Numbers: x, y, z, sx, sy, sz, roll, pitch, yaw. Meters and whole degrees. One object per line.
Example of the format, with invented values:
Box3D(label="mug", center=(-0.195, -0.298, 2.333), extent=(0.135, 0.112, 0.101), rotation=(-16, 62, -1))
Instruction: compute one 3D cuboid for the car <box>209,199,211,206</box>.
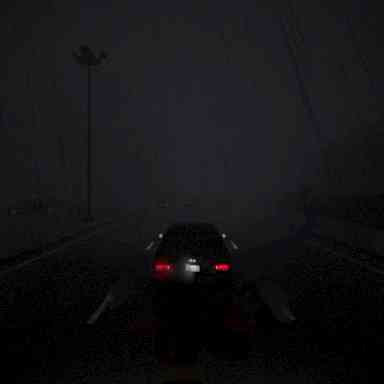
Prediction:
Box3D(label="car", center=(3.696, 1.517, 50.259), extent=(1.994, 1.385, 4.181), rotation=(0, 0, 0))

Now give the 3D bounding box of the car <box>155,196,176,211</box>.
Box3D(label="car", center=(-3.381, 1.510, 40.007), extent=(2.033, 1.411, 5.357), rotation=(0, 0, 0))

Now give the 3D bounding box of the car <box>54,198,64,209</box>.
Box3D(label="car", center=(-18.361, 1.524, 43.559), extent=(1.994, 1.385, 4.181), rotation=(0, 0, 1))

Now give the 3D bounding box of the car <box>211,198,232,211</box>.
Box3D(label="car", center=(3.618, 1.441, 39.842), extent=(1.882, 1.535, 5.008), rotation=(0, 0, 0))

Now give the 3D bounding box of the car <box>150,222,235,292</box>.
Box3D(label="car", center=(0.008, 1.539, 9.013), extent=(2.033, 1.411, 5.357), rotation=(0, 0, 0))

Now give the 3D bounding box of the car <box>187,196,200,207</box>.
Box3D(label="car", center=(0.196, 1.458, 50.283), extent=(1.837, 1.490, 4.892), rotation=(0, 0, 0))

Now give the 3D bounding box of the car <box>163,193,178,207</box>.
Box3D(label="car", center=(-3.304, 1.175, 50.337), extent=(2.150, 2.045, 5.566), rotation=(0, 0, 0))

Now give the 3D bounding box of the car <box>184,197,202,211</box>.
Box3D(label="car", center=(0.119, 1.455, 39.948), extent=(2.128, 1.511, 4.902), rotation=(0, 0, 0))

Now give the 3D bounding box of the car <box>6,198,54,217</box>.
Box3D(label="car", center=(-15.034, 1.464, 30.510), extent=(2.128, 1.511, 4.902), rotation=(0, 0, 0))
